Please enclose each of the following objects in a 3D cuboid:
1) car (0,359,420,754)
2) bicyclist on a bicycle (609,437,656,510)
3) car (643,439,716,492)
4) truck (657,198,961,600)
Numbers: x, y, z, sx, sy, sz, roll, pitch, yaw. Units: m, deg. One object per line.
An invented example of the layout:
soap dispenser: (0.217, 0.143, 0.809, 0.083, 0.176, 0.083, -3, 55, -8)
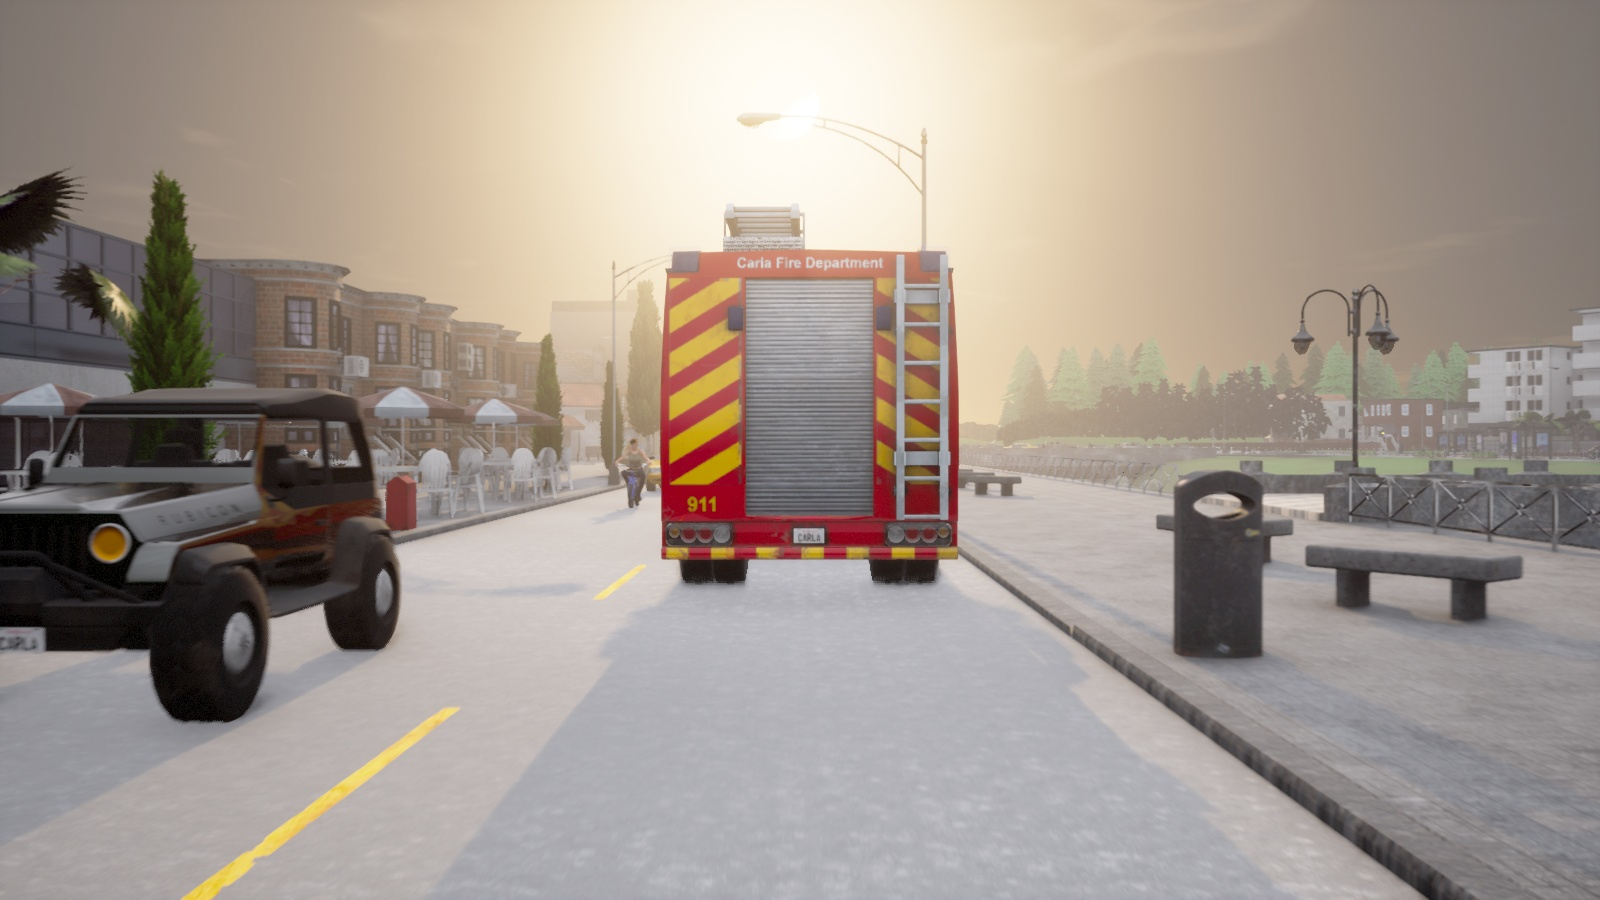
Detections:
car: (-3.940, 0.495, 7.900, 1.905, 1.878, 3.866, 0, 0, 0)
bicyclist on a bicycle: (-3.825, 0.518, 28.722, 0.866, 1.612, 1.509, 0, 0, 0)
car: (-3.763, 0.457, 40.021, 1.801, 1.575, 5.366, 0, 0, 0)
truck: (0.106, -0.509, 16.188, 2.891, 3.827, 8.468, 0, 0, 0)
